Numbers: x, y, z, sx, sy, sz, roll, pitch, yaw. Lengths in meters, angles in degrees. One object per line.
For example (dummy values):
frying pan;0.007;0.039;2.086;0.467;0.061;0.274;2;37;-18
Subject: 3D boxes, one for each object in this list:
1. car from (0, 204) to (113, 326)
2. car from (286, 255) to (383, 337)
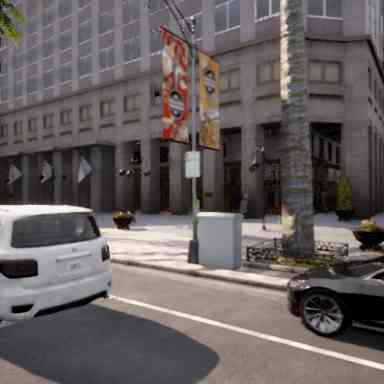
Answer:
car;-4.080;1.276;6.899;5.566;2.045;2.150;0;0;35
car;3.865;1.511;5.032;4.786;1.482;2.161;-1;0;35
